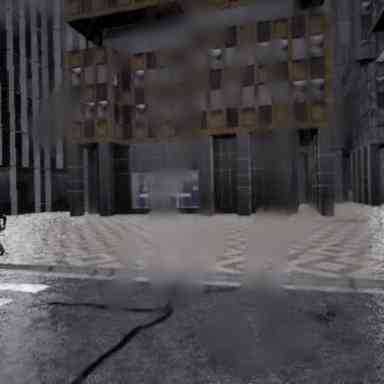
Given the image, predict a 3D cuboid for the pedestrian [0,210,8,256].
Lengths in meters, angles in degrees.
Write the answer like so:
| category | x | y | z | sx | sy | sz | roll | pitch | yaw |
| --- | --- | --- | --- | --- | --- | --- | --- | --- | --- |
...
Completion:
| category | x | y | z | sx | sy | sz | roll | pitch | yaw |
| --- | --- | --- | --- | --- | --- | --- | --- | --- | --- |
| pedestrian | -6.539 | 1.247 | 11.134 | 0.375 | 1.860 | 0.375 | -1 | 0 | 15 |
